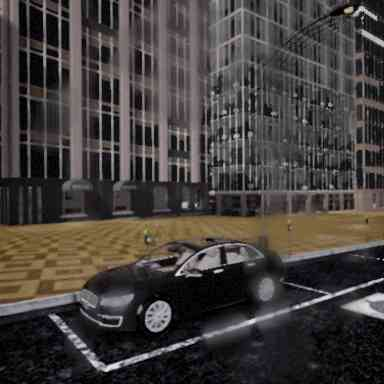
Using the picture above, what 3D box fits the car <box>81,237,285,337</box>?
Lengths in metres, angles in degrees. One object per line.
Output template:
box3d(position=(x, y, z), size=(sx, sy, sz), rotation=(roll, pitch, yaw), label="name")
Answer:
box3d(position=(0.044, 1.634, 6.692), size=(4.403, 1.369, 2.008), rotation=(1, -2, -37), label="car")
